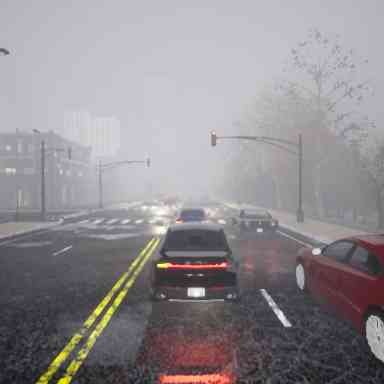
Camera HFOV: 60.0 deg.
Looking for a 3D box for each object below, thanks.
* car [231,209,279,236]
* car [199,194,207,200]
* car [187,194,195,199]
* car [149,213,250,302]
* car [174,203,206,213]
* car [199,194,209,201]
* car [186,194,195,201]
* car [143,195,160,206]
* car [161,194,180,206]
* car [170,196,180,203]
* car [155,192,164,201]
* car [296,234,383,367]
[{"bbox_3d":[3.290,1.577,18.383,1.895,1.301,4.718,0,0,0],"label":"car"},{"bbox_3d":[2.946,1.227,89.941,2.128,1.511,4.902,0,0,0],"label":"car"},{"bbox_3d":[-0.304,1.255,89.930,1.994,1.385,4.181,0,0,0],"label":"car"},{"bbox_3d":[0.074,1.494,8.209,1.837,1.490,4.892,0,0,0],"label":"car"},{"bbox_3d":[0.018,1.504,17.293,1.812,1.442,4.674,0,0,0],"label":"car"},{"bbox_3d":[2.979,1.234,79.909,2.097,1.767,4.553,0,0,0],"label":"car"},{"bbox_3d":[-0.271,1.403,79.927,1.812,1.442,4.674,0,0,0],"label":"car"},{"bbox_3d":[-6.763,1.526,54.088,1.895,1.301,4.718,0,0,0],"label":"car"},{"bbox_3d":[-3.514,1.488,54.418,1.994,1.385,4.181,0,0,0],"label":"car"},{"bbox_3d":[-3.483,1.456,69.127,1.994,1.385,4.181,0,0,0],"label":"car"},{"bbox_3d":[-6.733,1.128,69.467,2.150,2.045,5.566,0,0,0],"label":"car"},{"bbox_3d":[3.332,1.470,5.737,1.882,1.535,5.008,0,0,0],"label":"car"}]
